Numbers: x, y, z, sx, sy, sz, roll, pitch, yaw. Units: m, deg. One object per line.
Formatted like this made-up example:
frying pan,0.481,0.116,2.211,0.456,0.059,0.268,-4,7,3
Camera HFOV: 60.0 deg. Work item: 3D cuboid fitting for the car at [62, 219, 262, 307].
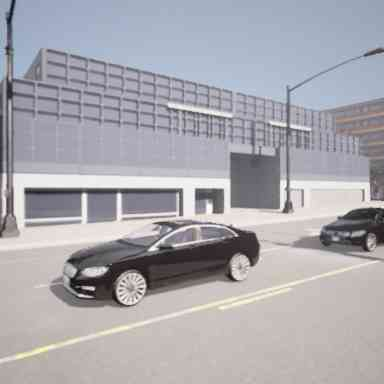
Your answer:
car,-0.475,1.441,7.952,4.902,1.511,2.128,-1,0,-36

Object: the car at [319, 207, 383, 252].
car,7.060,1.372,13.324,4.674,1.442,1.812,-1,1,-36
